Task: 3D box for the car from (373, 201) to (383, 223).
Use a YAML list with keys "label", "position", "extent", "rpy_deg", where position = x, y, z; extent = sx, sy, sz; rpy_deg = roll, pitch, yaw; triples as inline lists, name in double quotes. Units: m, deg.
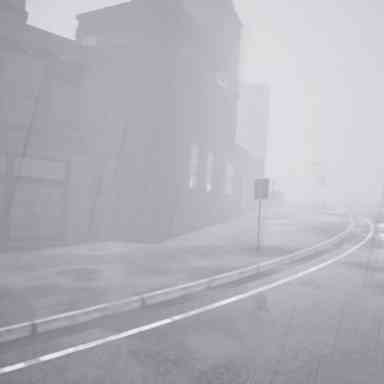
- label: "car"
  position: [14.329, 1.411, 24.000]
  extent: [1.812, 1.442, 4.674]
  rpy_deg: [2, 2, 21]
